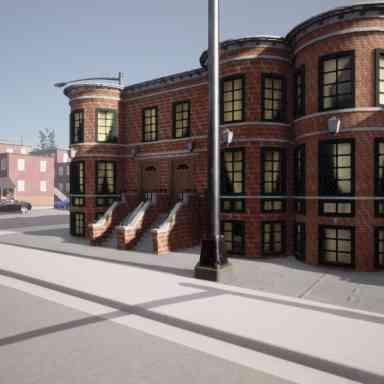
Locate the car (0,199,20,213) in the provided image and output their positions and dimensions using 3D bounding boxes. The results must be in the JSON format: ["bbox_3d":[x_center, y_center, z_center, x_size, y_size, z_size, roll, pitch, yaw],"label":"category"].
[{"bbox_3d":[-21.459,1.505,35.871,1.837,1.490,4.892,0,0,35],"label":"car"}]

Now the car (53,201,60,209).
[{"bbox_3d":[-15.740,1.478,43.847,1.882,1.535,5.008,0,0,35],"label":"car"}]

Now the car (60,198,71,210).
[{"bbox_3d":[-13.338,1.599,41.185,1.895,1.301,4.718,0,0,36],"label":"car"}]

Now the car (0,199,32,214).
[{"bbox_3d":[-18.780,1.492,33.586,2.128,1.511,4.902,0,0,36],"label":"car"}]
